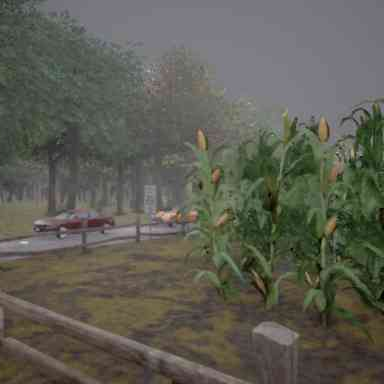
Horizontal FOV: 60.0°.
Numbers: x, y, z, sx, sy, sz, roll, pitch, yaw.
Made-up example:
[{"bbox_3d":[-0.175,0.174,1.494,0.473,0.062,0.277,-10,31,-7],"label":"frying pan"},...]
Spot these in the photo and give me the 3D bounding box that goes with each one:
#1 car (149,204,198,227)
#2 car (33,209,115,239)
[{"bbox_3d":[-1.486,1.904,27.652,2.097,1.767,4.553,0,-1,36],"label":"car"},{"bbox_3d":[-6.912,1.807,19.955,1.882,1.535,5.008,0,-1,34],"label":"car"}]
